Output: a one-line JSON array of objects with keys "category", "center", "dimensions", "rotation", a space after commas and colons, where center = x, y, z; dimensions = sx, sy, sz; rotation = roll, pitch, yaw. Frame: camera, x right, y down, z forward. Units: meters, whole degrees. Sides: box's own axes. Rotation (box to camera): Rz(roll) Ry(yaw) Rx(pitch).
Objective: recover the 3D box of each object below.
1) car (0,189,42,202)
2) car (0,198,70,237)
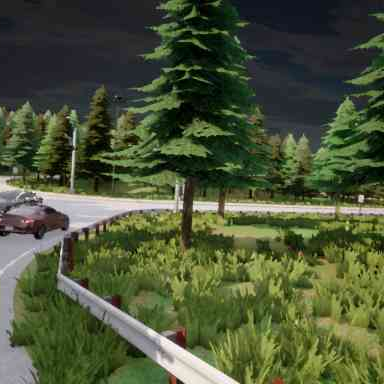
[{"category": "car", "center": [-10.736, 0.610, 20.035], "dimensions": [1.837, 1.490, 4.892], "rotation": [4, 2, 4]}, {"category": "car", "center": [-7.661, 1.337, 16.413], "dimensions": [1.812, 1.442, 4.674], "rotation": [4, 1, 2]}]
